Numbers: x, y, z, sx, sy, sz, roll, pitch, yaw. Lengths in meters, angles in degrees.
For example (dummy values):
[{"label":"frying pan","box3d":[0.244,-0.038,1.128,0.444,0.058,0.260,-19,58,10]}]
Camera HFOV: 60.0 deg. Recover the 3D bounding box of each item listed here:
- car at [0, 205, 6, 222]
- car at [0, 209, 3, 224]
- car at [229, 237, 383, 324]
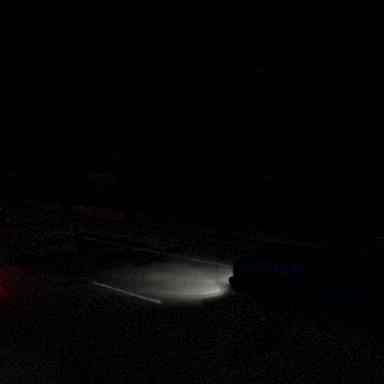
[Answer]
[{"label":"car","box3d":[-10.875,0.782,16.146,4.181,1.385,1.994,4,2,36]},{"label":"car","box3d":[-7.454,1.112,9.354,4.674,1.442,1.812,4,2,36]},{"label":"car","box3d":[3.366,1.538,5.901,5.357,1.411,2.033,1,1,36]}]
